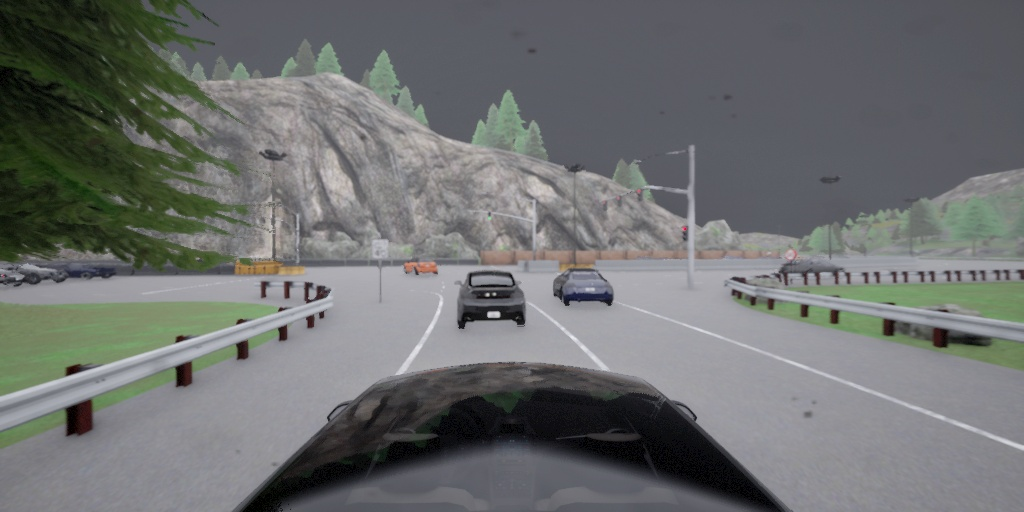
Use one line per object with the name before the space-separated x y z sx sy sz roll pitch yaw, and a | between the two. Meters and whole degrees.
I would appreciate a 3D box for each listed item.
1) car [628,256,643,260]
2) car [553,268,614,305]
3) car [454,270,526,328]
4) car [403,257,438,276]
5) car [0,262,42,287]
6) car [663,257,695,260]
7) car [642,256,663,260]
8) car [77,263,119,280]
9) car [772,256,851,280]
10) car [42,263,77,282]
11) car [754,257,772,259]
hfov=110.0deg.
car | 20.164 0.760 55.812 4.902 1.511 2.128 0 0 -11
car | 2.915 1.200 15.291 1.994 1.385 4.181 0 0 0
car | -0.719 1.179 11.179 1.837 1.490 4.892 0 0 -6
car | -8.680 0.864 33.716 2.097 1.767 4.553 0 1 -33
car | -31.551 1.118 20.741 4.902 1.511 2.128 0 0 -11
car | 23.563 0.878 49.354 4.181 1.385 1.994 0 0 -11
car | 21.921 0.855 52.594 4.181 1.385 1.994 0 0 -11
car | -33.626 1.175 27.470 4.718 1.301 1.895 0 0 -11
car | 23.206 0.982 27.671 4.902 1.511 2.128 0 0 -11
car | -33.046 1.127 24.019 4.674 1.442 1.812 0 0 -11
car | 37.296 0.811 52.057 5.357 1.411 2.033 0 0 -12
